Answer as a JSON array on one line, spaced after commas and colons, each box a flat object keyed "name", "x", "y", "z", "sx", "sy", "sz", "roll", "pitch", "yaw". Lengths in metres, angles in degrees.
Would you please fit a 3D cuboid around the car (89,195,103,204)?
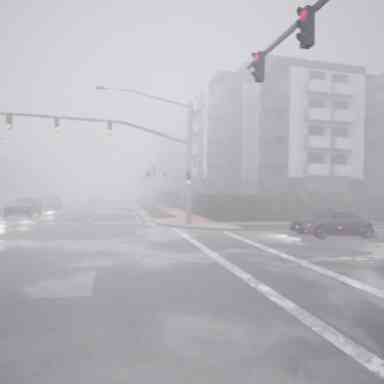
[{"name": "car", "x": -14.960, "y": 1.132, "z": 51.952, "sx": 1.994, "sy": 1.385, "sz": 4.181, "roll": 1, "pitch": 0, "yaw": -12}]

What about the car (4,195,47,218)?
[{"name": "car", "x": -13.392, "y": 1.152, "z": 26.647, "sx": 1.882, "sy": 1.535, "sz": 5.008, "roll": 1, "pitch": 0, "yaw": -12}]

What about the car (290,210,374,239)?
[{"name": "car", "x": 7.355, "y": 1.645, "z": 17.576, "sx": 4.181, "sy": 1.385, "sz": 1.994, "roll": 1, "pitch": 0, "yaw": -14}]

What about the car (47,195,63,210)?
[{"name": "car", "x": -15.429, "y": 1.099, "z": 36.340, "sx": 2.128, "sy": 1.511, "sz": 4.902, "roll": 1, "pitch": 0, "yaw": -12}]
